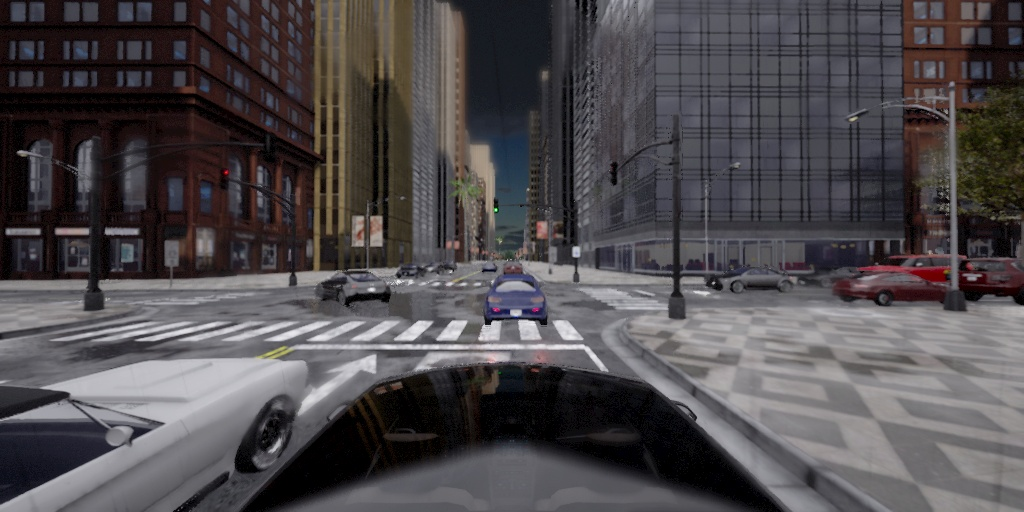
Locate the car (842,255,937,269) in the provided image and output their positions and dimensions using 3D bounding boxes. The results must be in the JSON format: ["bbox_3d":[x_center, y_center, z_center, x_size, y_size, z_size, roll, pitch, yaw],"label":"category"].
[{"bbox_3d":[22.601,0.958,20.315,5.566,2.045,2.150,0,-1,-1],"label":"car"}]

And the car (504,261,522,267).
[{"bbox_3d":[0.127,1.301,41.538,2.097,1.767,4.553,0,0,0],"label":"car"}]

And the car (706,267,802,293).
[{"bbox_3d":[13.298,1.331,20.176,4.181,1.385,1.994,0,-1,-1],"label":"car"}]

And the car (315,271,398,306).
[{"bbox_3d":[-7.192,1.361,16.082,4.181,1.385,1.994,-1,-1,44],"label":"car"}]

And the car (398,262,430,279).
[{"bbox_3d":[-9.816,1.475,35.167,1.994,1.385,4.181,0,0,0],"label":"car"}]

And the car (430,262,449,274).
[{"bbox_3d":[-9.785,1.465,45.453,2.128,1.511,4.902,0,0,0],"label":"car"}]

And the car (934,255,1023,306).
[{"bbox_3d":[20.965,0.994,14.513,5.009,1.841,2.192,0,0,-1],"label":"car"}]

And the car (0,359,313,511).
[{"bbox_3d":[-3.154,1.351,1.863,1.895,1.301,4.718,0,0,0],"label":"car"}]

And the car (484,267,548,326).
[{"bbox_3d":[0.108,1.287,11.663,1.812,1.442,4.674,0,1,0],"label":"car"}]

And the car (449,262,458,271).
[{"bbox_3d":[-9.713,1.593,56.110,2.033,1.411,5.357,0,0,0],"label":"car"}]

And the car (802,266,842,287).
[{"bbox_3d":[20.842,1.337,23.037,4.313,1.339,1.948,0,0,-1],"label":"car"}]

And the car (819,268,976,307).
[{"bbox_3d":[15.326,1.280,14.429,4.207,1.307,1.802,0,0,-1],"label":"car"}]

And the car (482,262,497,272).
[{"bbox_3d":[-3.117,1.573,50.842,1.994,1.385,4.181,0,0,0],"label":"car"}]
